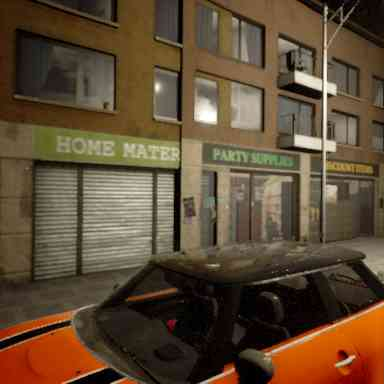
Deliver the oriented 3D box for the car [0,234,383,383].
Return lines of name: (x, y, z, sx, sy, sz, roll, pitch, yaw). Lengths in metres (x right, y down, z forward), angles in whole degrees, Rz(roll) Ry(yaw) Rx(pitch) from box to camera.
car: (0.160, 1.367, 3.057, 4.553, 1.767, 2.097, 1, 0, -35)
